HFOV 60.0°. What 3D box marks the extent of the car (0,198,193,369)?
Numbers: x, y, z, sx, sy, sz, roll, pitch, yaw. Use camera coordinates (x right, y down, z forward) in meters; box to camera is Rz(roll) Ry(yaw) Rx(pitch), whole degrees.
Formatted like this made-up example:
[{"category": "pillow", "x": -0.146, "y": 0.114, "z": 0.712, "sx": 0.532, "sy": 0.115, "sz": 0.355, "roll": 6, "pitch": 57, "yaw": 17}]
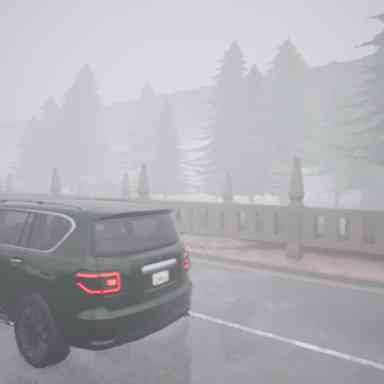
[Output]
[{"category": "car", "x": -2.585, "y": 1.119, "z": 5.836, "sx": 5.566, "sy": 2.045, "sz": 2.150, "roll": 2, "pitch": 1, "yaw": 36}]
